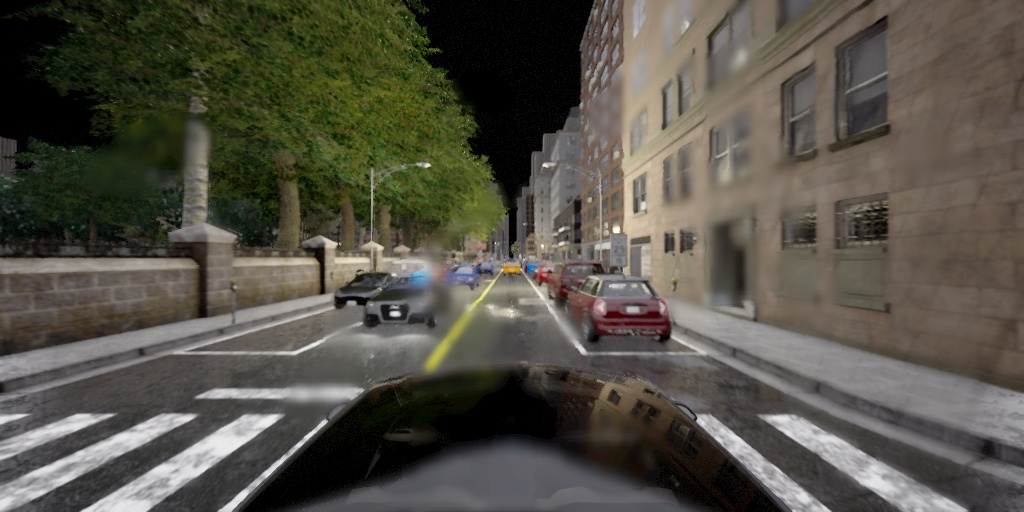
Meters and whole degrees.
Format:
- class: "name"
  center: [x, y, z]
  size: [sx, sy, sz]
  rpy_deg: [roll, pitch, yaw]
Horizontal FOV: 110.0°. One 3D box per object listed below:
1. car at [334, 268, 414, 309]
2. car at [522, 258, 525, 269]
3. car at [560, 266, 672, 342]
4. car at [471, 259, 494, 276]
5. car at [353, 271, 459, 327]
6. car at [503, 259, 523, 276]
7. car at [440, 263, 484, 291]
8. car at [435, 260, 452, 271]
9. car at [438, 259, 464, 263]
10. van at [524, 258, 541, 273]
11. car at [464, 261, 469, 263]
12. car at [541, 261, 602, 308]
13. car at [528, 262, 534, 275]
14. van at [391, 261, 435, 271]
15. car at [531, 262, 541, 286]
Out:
- class: "car"
  center: [-5.858, 1.366, 15.283]
  size: [1.948, 1.339, 4.313]
  rpy_deg: [0, 0, 0]
- class: "car"
  center: [2.666, 1.243, 47.716]
  size: [2.192, 1.841, 5.009]
  rpy_deg: [0, 0, 0]
- class: "car"
  center: [2.667, 1.218, 9.858]
  size: [1.967, 1.591, 4.097]
  rpy_deg: [0, 0, 0]
- class: "car"
  center: [-3.051, 1.377, 40.313]
  size: [1.882, 1.535, 5.008]
  rpy_deg: [0, 0, 1]
- class: "car"
  center: [-3.095, 1.349, 11.511]
  size: [1.994, 1.385, 4.181]
  rpy_deg: [0, 0, 0]
- class: "car"
  center: [-0.002, 1.378, 40.456]
  size: [1.882, 1.535, 5.008]
  rpy_deg: [0, 0, 0]
- class: "car"
  center: [-3.103, 1.357, 22.995]
  size: [1.812, 1.442, 4.674]
  rpy_deg: [0, 0, 0]
- class: "car"
  center: [-5.859, 1.283, 26.098]
  size: [1.967, 1.591, 4.097]
  rpy_deg: [0, 0, 0]
- class: "car"
  center: [-5.859, 1.180, 31.505]
  size: [2.192, 1.841, 5.009]
  rpy_deg: [0, 0, 0]
- class: "van"
  center: [2.666, 1.248, 42.308]
  size: [1.690, 1.789, 3.998]
  rpy_deg: [0, 0, 0]
- class: "car"
  center: [-5.860, 1.469, 36.912]
  size: [1.802, 1.307, 4.207]
  rpy_deg: [0, 0, 0]
- class: "car"
  center: [2.667, 1.114, 15.266]
  size: [2.192, 1.841, 5.009]
  rpy_deg: [0, 0, 0]
- class: "car"
  center: [2.666, 1.446, 31.491]
  size: [1.802, 1.307, 4.207]
  rpy_deg: [0, 0, 0]
- class: "van"
  center: [-5.859, 1.163, 20.690]
  size: [1.690, 1.789, 3.998]
  rpy_deg: [0, 0, 0]
- class: "car"
  center: [2.666, 1.388, 26.083]
  size: [1.888, 1.381, 4.507]
  rpy_deg: [0, 0, 0]
